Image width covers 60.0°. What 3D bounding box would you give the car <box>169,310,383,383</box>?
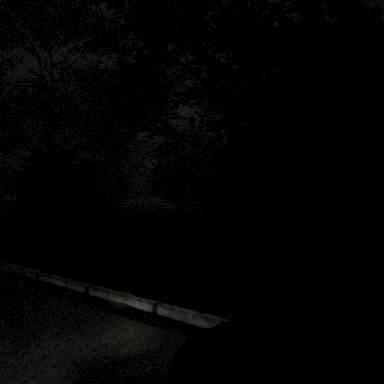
[{"bbox_3d":[2.069,1.478,1.902,5.008,1.535,1.882,0,0,36],"label":"car"}]
